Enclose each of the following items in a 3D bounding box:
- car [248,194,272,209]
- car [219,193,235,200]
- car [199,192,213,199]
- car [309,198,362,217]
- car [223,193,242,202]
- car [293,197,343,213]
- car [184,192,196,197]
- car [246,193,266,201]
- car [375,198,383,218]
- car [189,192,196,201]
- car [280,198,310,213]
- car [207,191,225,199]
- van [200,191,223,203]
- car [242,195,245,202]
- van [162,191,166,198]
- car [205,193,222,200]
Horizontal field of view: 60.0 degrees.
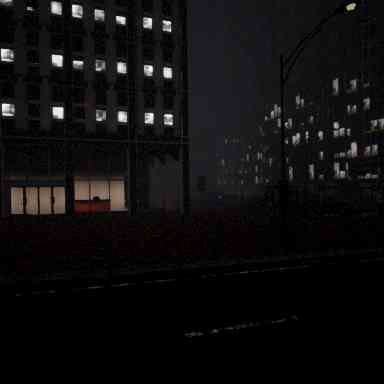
[{"bbox_3d":[9.025,1.331,40.027,1.947,1.339,4.313,0,1,-20],"label":"car"},{"bbox_3d":[7.263,0.954,69.615,1.802,1.307,4.206,0,1,-20],"label":"car"},{"bbox_3d":[3.386,0.706,80.299,1.967,1.590,4.097,0,1,-20],"label":"car"},{"bbox_3d":[12.829,1.434,29.314,1.947,1.339,4.313,0,1,-20],"label":"car"},{"bbox_3d":[7.924,1.023,60.174,1.812,1.442,4.674,-1,1,-20],"label":"car"},{"bbox_3d":[13.392,1.320,35.727,2.033,1.411,5.357,-1,1,-20],"label":"car"},{"bbox_3d":[-0.489,0.710,90.985,2.008,1.369,4.403,0,1,-20],"label":"car"},{"bbox_3d":[9.875,1.228,45.435,2.033,1.411,5.357,-1,1,-20],"label":"car"},{"bbox_3d":[16.907,1.216,26.077,2.097,1.767,4.553,-1,1,-21],"label":"car"},{"bbox_3d":[-0.615,1.056,66.758,2.008,1.369,4.403,0,1,-20],"label":"car"},{"bbox_3d":[10.908,1.399,34.665,1.802,1.307,4.206,0,1,-20],"label":"car"},{"bbox_3d":[5.324,0.634,74.955,2.192,1.841,5.009,0,1,-20],"label":"car"},{"bbox_3d":[3.261,0.952,56.070,1.690,1.788,3.998,0,1,-20],"label":"van"},{"bbox_3d":[11.139,1.059,58.928,1.802,1.307,4.206,0,1,-20],"label":"car"},{"bbox_3d":[-6.430,0.687,82.785,1.690,1.788,3.998,0,1,-20],"label":"van"},{"bbox_3d":[4.502,0.930,69.608,1.812,1.442,4.674,-1,1,-20],"label":"car"}]
